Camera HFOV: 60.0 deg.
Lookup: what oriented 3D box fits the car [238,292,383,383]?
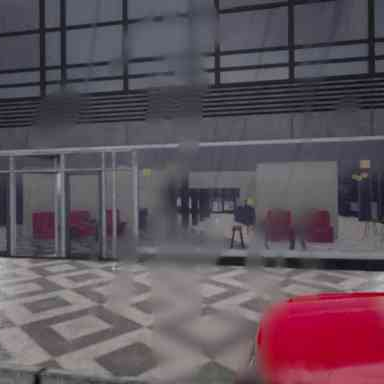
[{"bbox_3d":[3.030,1.223,1.869,5.566,2.045,2.150,0,0,10],"label":"car"}]
